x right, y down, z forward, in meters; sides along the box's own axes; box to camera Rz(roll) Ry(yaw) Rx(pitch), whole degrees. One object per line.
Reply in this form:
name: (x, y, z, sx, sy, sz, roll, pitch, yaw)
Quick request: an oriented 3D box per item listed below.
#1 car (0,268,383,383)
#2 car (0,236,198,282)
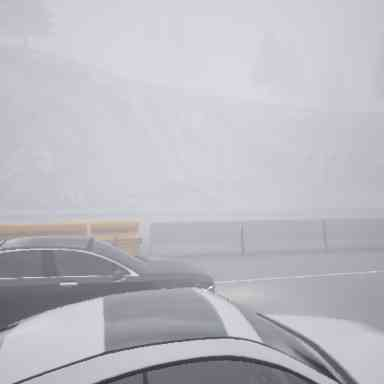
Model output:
car: (0.014, 1.525, 2.433, 4.674, 1.442, 1.812, 0, 0, -16)
car: (-2.021, 1.504, 5.492, 4.892, 1.490, 1.837, 0, 0, -16)
